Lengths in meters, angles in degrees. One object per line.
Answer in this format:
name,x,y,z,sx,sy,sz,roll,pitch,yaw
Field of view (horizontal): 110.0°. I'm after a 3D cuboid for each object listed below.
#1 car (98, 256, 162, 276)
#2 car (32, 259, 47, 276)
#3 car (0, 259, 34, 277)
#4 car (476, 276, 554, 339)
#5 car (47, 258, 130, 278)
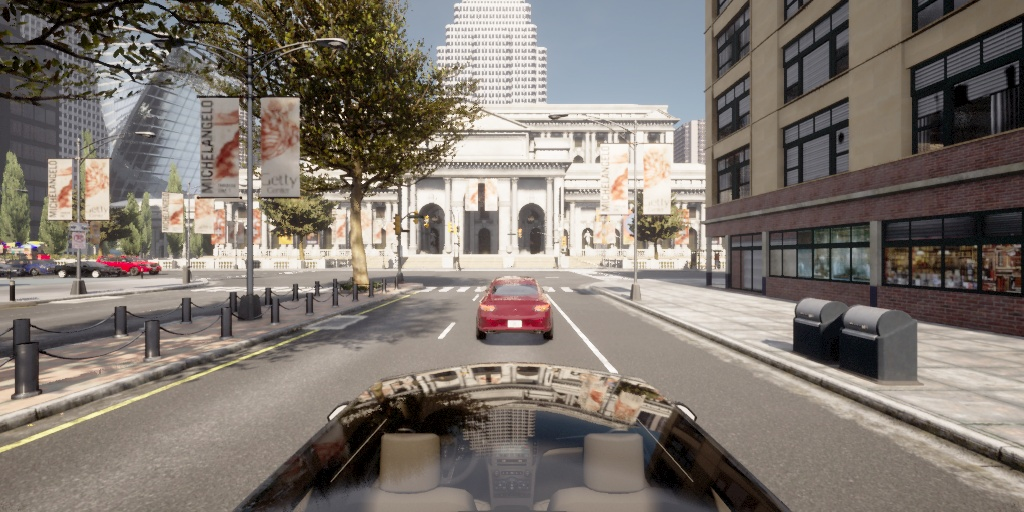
car,-39.522,0.971,36.894,5.566,2.045,2.150,0,0,0
car,-49.141,1.102,36.831,4.553,1.767,2.097,0,0,-1
car,-48.334,1.276,33.358,4.674,1.442,1.812,0,0,-1
car,0.076,1.276,9.924,1.812,1.442,4.674,0,0,0
car,-39.331,1.228,33.392,5.008,1.535,1.882,0,0,0
